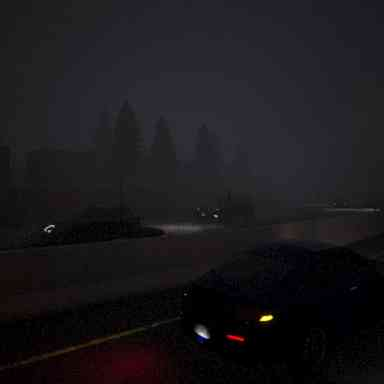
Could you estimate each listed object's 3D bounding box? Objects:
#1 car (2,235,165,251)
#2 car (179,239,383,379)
[{"bbox_3d":[-3.333,1.566,10.405,5.357,1.411,2.033,0,0,-38],"label":"car"},{"bbox_3d":[1.936,1.524,5.503,4.674,1.442,1.812,0,0,-38],"label":"car"}]
